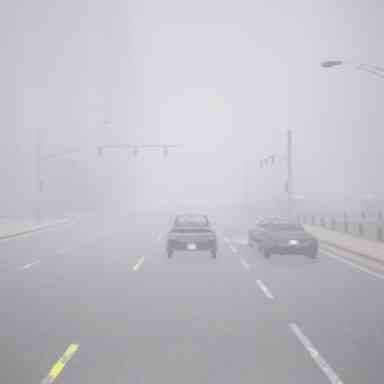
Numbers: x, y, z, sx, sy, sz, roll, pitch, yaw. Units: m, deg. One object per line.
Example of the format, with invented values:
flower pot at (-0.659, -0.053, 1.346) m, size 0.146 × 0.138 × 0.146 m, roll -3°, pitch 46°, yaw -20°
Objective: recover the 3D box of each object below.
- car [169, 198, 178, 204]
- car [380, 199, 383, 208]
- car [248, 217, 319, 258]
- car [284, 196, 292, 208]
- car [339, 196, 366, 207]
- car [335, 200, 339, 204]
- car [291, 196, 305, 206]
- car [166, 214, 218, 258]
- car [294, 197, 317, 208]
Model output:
car at (-4.769, 2.310, 87.242) m, size 2.097 × 1.767 × 4.553 m, roll 0°, pitch -1°, yaw -1°
car at (39.385, 2.166, 64.398) m, size 3.806 × 1.475 × 1.970 m, roll 0°, pitch -1°, yaw 0°
car at (3.496, 1.715, 13.441) m, size 1.994 × 1.385 × 4.181 m, roll 0°, pitch -1°, yaw 0°
car at (24.166, 2.048, 75.656) m, size 4.605 × 1.855 × 1.932 m, roll 0°, pitch -1°, yaw 0°
car at (39.194, 2.111, 81.296) m, size 4.605 × 1.855 × 1.932 m, roll 0°, pitch -1°, yaw 0°
car at (39.241, 2.354, 84.191) m, size 3.905 × 1.438 × 1.784 m, roll 0°, pitch -1°, yaw 0°
car at (24.233, 2.229, 72.971) m, size 3.905 × 1.438 × 1.784 m, roll 0°, pitch -1°, yaw 0°
car at (-0.002, 1.644, 13.477) m, size 2.128 × 1.511 × 4.902 m, roll 0°, pitch 0°, yaw 0°
car at (24.249, 2.229, 70.076) m, size 3.806 × 1.475 × 1.970 m, roll 0°, pitch -1°, yaw 0°
